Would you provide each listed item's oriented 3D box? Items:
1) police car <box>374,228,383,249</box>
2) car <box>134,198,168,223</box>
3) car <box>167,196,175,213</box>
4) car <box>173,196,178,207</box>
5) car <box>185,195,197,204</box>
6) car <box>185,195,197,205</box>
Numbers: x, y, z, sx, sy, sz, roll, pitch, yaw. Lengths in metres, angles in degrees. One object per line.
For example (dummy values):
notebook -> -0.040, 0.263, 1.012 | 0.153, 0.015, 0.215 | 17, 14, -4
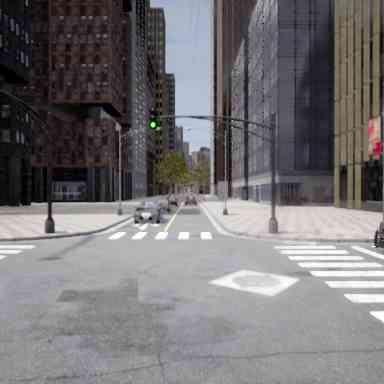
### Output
police car -> 9.260, 1.493, 11.887 | 4.974, 1.542, 2.038 | 0, 0, 0
car -> -3.169, 1.464, 25.045 | 2.128, 1.511, 4.902 | 0, 0, -1
car -> -3.198, 1.486, 36.005 | 1.812, 1.442, 4.674 | 0, 0, 0
car -> -3.227, 1.421, 51.806 | 1.882, 1.535, 5.008 | 0, 0, 0
car -> -0.218, 1.421, 65.117 | 2.128, 1.511, 4.902 | 0, 0, 0
car -> -0.180, 1.465, 55.112 | 1.812, 1.442, 4.674 | 0, 0, 0
